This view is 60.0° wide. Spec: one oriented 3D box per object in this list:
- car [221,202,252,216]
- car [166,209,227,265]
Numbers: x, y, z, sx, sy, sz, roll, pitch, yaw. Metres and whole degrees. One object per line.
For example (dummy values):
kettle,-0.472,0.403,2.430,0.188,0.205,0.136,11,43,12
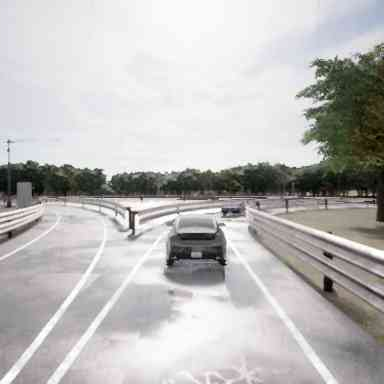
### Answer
car,4.594,1.652,33.493,1.895,1.301,4.718,-1,-1,27
car,0.150,1.513,11.714,1.837,1.490,4.892,0,0,1
